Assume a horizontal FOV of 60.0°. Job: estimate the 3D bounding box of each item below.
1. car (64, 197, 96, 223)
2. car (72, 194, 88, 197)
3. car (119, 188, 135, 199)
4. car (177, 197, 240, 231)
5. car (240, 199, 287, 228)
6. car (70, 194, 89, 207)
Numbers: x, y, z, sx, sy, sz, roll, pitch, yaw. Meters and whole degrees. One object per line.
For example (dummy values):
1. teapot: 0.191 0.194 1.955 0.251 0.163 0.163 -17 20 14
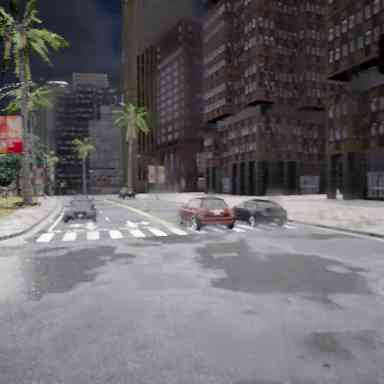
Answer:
1. car: -7.646 1.272 22.793 1.994 1.385 4.181 -1 1 -18
2. car: -10.685 1.069 31.994 2.128 1.511 4.902 -1 1 -19
3. car: -12.378 0.284 63.161 2.150 2.045 5.566 -1 1 -24
4. car: 0.641 1.066 18.709 2.097 1.767 4.553 -1 1 -17
5. car: 3.735 1.179 19.734 1.837 1.490 4.892 -1 1 -17
6. car: -14.042 1.007 41.435 1.994 1.385 4.181 -1 1 -21
